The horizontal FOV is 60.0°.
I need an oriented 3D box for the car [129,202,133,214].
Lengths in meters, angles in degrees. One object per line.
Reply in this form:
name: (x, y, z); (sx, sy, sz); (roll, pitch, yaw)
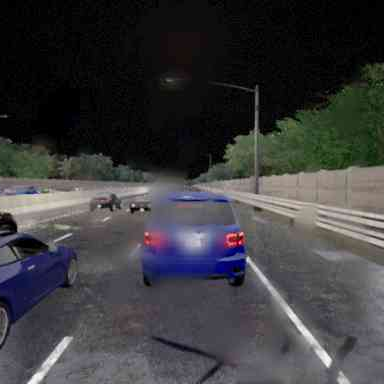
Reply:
car: (-3.632, 0.948, 26.172); (1.895, 1.301, 4.718); (0, 1, -1)

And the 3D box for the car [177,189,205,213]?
car: (-0.139, 0.669, 27.468); (2.097, 1.767, 4.553); (0, 1, -1)

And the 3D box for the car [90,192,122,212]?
car: (-7.149, 0.807, 27.962); (1.837, 1.490, 4.892); (0, 0, 0)

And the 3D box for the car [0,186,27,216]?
car: (-6.978, 0.993, 8.941); (2.150, 2.045, 5.566); (0, 2, -1)

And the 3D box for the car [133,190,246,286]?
car: (0.022, 0.995, 8.852); (2.150, 2.045, 5.566); (0, 2, -1)

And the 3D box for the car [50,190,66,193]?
car: (-17.974, 0.466, 44.649); (2.033, 1.411, 5.357); (0, 1, 0)

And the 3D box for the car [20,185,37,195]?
car: (-21.459, 0.207, 41.677); (2.150, 2.045, 5.566); (0, 1, 0)

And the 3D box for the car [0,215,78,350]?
car: (-3.460, 1.379, 5.628); (1.812, 1.442, 4.674); (0, 1, -1)

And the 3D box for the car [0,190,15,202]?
car: (-24.960, 0.521, 42.935); (1.994, 1.385, 4.181); (0, 1, 0)
